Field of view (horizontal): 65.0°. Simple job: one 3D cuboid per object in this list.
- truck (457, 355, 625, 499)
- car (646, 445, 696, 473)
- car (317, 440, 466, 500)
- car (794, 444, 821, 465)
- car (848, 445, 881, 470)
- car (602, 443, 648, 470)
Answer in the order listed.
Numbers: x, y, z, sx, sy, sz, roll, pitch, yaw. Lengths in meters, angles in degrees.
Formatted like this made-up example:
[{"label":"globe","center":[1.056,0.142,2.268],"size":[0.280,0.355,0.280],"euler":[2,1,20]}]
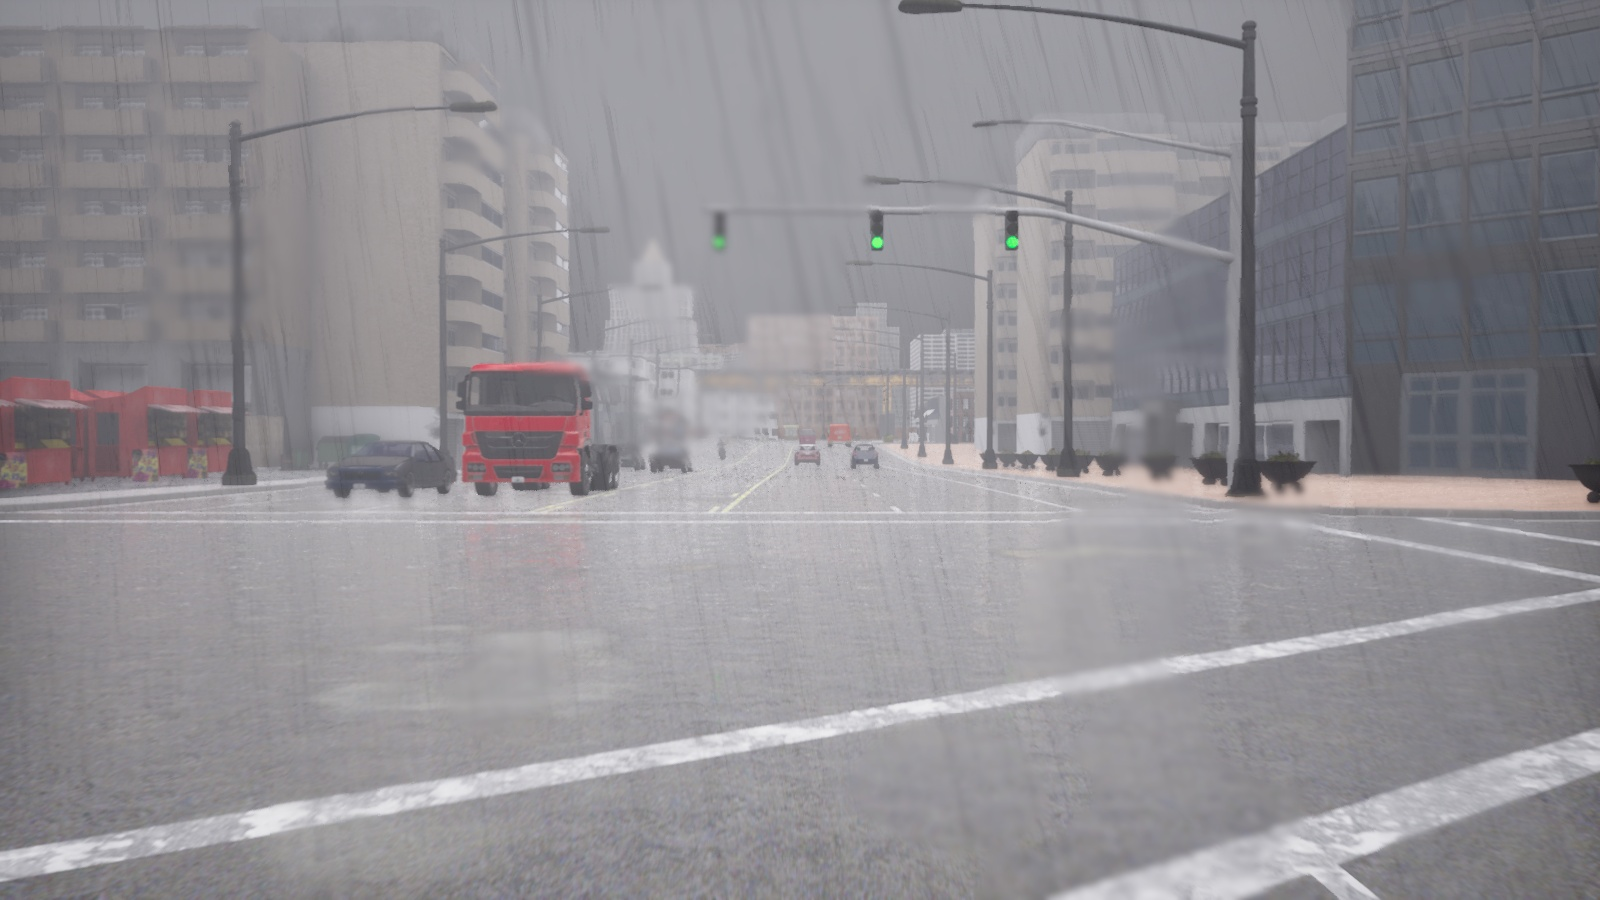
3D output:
[{"label":"truck","center":[-6.786,-0.573,34.159],"size":[2.891,3.462,7.936],"euler":[0,0,0]},{"label":"car","center":[-6.610,0.453,64.895],"size":[2.033,1.411,5.357],"euler":[0,0,0]},{"label":"car","center":[-10.297,0.460,32.117],"size":[2.033,1.411,5.357],"euler":[0,0,0]},{"label":"car","center":[0.544,0.300,91.528],"size":[1.970,1.475,3.806],"euler":[0,1,0]},{"label":"car","center":[3.962,0.432,77.263],"size":[1.845,1.501,3.633],"euler":[0,0,0]},{"label":"car","center":[-10.066,0.355,72.431],"size":[2.007,1.525,4.514],"euler":[0,0,0]}]
